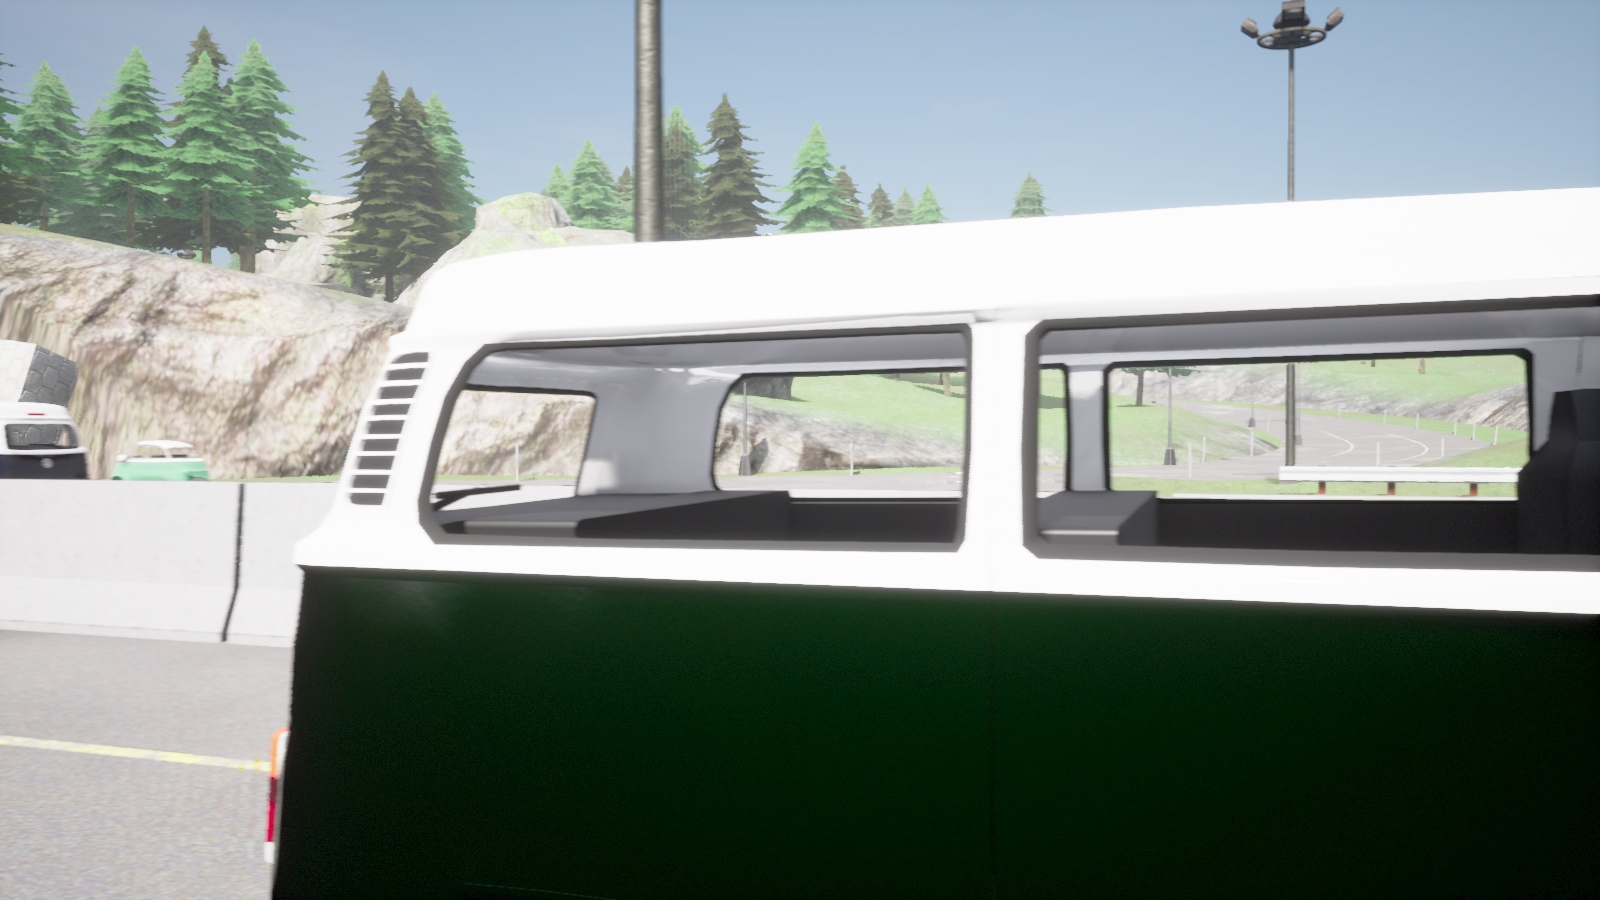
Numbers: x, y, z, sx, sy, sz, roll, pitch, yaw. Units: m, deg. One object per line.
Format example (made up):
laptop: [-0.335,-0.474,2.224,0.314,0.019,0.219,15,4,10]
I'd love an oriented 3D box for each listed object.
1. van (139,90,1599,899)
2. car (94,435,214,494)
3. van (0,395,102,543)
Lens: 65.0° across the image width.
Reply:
van: [1.130,0.515,2.809,4.480,2.038,2.069,0,1,19]
car: [-15.751,0.328,30.648,2.207,1.376,1.481,1,1,19]
van: [-12.956,0.207,18.625,4.480,2.038,2.069,1,1,19]
